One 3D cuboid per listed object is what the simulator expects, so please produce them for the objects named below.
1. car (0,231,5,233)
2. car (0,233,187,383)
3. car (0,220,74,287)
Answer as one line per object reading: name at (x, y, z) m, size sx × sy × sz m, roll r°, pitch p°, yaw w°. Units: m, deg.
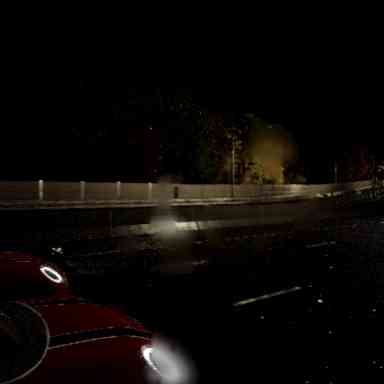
car at (-4.271, 1.353, 5.000) m, size 4.553 × 1.767 × 2.097 m, roll 0°, pitch 0°, yaw -35°
car at (-2.215, 1.353, 2.167) m, size 4.553 × 1.767 × 2.097 m, roll 0°, pitch 0°, yaw -36°
car at (-5.433, 1.565, 8.467) m, size 4.181 × 1.385 × 1.994 m, roll 0°, pitch 0°, yaw -36°
